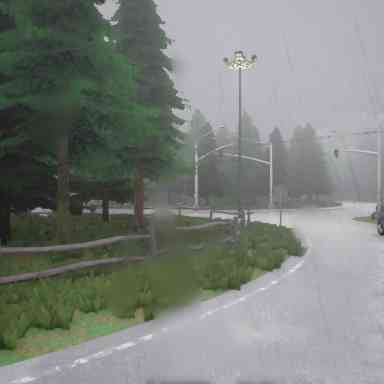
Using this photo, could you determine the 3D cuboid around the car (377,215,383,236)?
[{"bbox_3d":[10.280,1.352,15.442,2.097,1.767,4.553,0,0,15],"label":"car"}]
